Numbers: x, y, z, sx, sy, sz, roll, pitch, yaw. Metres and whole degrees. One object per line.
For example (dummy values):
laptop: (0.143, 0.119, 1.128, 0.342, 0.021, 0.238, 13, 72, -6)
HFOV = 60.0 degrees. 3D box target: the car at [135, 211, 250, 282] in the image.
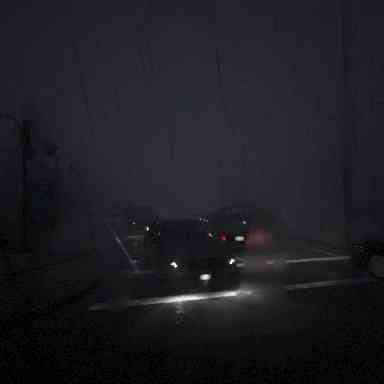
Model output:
car: (-0.369, 1.543, 10.134, 2.033, 1.411, 5.357, 0, 0, -15)

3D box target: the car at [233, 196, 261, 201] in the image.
car: (7.287, 1.287, 46.197, 2.007, 1.523, 4.514, 0, 0, -17)

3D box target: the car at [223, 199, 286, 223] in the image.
car: (2.865, 1.467, 19.806, 5.357, 1.411, 2.033, -3, 1, -18)

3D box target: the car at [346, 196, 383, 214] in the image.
car: (15.557, 1.356, 29.256, 1.970, 1.475, 3.806, 0, 0, -17)

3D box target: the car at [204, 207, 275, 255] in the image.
car: (1.362, 1.539, 13.174, 2.033, 1.411, 5.357, 0, 0, -4)

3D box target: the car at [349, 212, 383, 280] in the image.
car: (6.636, 1.475, 8.158, 5.008, 1.535, 1.882, 0, 0, 38)

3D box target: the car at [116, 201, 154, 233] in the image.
car: (-3.121, 1.529, 19.963, 2.033, 1.411, 5.357, 0, 0, -17)

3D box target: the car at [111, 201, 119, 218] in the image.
car: (-6.301, 1.516, 30.108, 2.033, 1.411, 5.357, 0, 0, -17)

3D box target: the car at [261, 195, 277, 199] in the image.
car: (10.273, 1.277, 47.159, 2.152, 1.636, 5.027, 0, 0, -17)

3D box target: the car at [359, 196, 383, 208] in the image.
car: (23.838, 1.273, 43.259, 1.845, 1.501, 3.633, 0, 0, -17)
